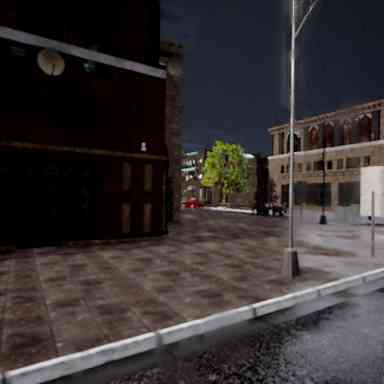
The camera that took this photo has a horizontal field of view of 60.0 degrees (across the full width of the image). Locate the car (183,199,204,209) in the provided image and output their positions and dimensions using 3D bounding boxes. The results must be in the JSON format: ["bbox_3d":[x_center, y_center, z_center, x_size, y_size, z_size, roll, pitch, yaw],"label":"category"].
[{"bbox_3d":[0.192,1.808,51.241,1.887,1.381,4.507,2,-1,-27],"label":"car"}]

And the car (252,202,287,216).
[{"bbox_3d":[8.248,1.793,35.754,2.008,1.369,4.403,2,-1,-27],"label":"car"}]
